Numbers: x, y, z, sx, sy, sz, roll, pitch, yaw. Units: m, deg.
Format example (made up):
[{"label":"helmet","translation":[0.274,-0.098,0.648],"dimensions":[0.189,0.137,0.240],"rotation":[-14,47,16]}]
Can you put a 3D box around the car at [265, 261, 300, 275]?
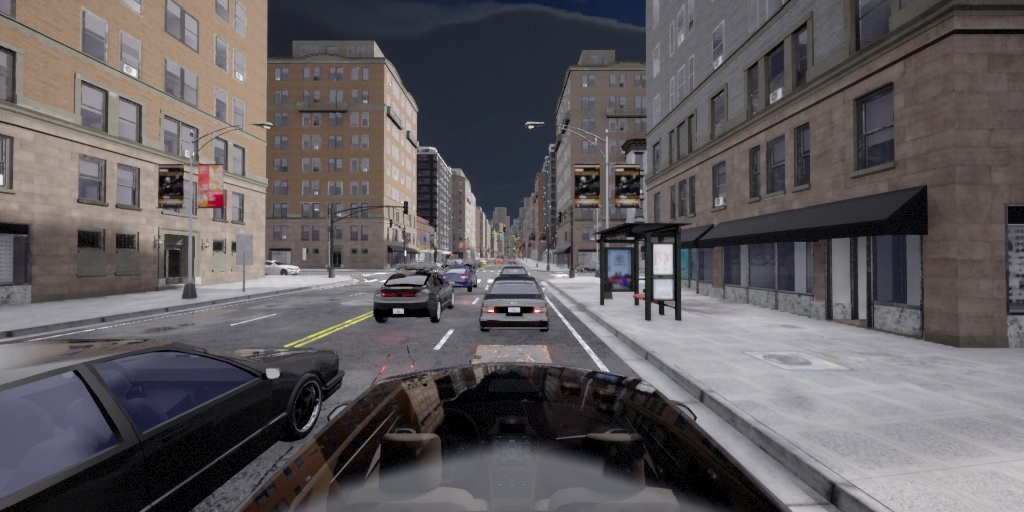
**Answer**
[{"label":"car","translation":[-22.600,1.157,33.889],"dimensions":[4.674,1.442,1.812],"rotation":[0,-1,-1]}]

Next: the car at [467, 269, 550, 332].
[{"label":"car","translation":[0.087,1.300,10.840],"dimensions":[2.033,1.411,5.357],"rotation":[0,0,1]}]

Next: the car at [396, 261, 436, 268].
[{"label":"car","translation":[-11.635,1.294,43.853],"dimensions":[4.902,1.511,2.128],"rotation":[0,-1,0]}]

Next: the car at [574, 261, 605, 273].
[{"label":"car","translation":[10.067,1.366,43.960],"dimensions":[4.902,1.511,2.128],"rotation":[0,-1,0]}]

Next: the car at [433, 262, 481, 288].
[{"label":"car","translation":[-3.139,1.284,21.220],"dimensions":[1.812,1.442,4.674],"rotation":[0,0,0]}]

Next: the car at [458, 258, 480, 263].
[{"label":"car","translation":[-6.553,1.124,55.241],"dimensions":[2.097,1.767,4.553],"rotation":[0,0,0]}]

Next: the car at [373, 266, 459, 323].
[{"label":"car","translation":[-3.131,1.258,12.181],"dimensions":[1.837,1.490,4.892],"rotation":[0,0,-1]}]

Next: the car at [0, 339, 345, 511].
[{"label":"car","translation":[-3.149,1.298,2.307],"dimensions":[2.033,1.411,5.357],"rotation":[0,0,0]}]

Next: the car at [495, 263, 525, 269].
[{"label":"car","translation":[0.104,1.305,20.897],"dimensions":[2.033,1.411,5.357],"rotation":[0,0,0]}]

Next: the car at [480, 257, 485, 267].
[{"label":"car","translation":[-6.514,1.264,64.381],"dimensions":[2.128,1.511,4.902],"rotation":[0,0,1]}]

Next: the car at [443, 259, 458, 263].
[{"label":"car","translation":[-9.766,1.277,56.933],"dimensions":[1.837,1.490,4.892],"rotation":[0,0,3]}]
